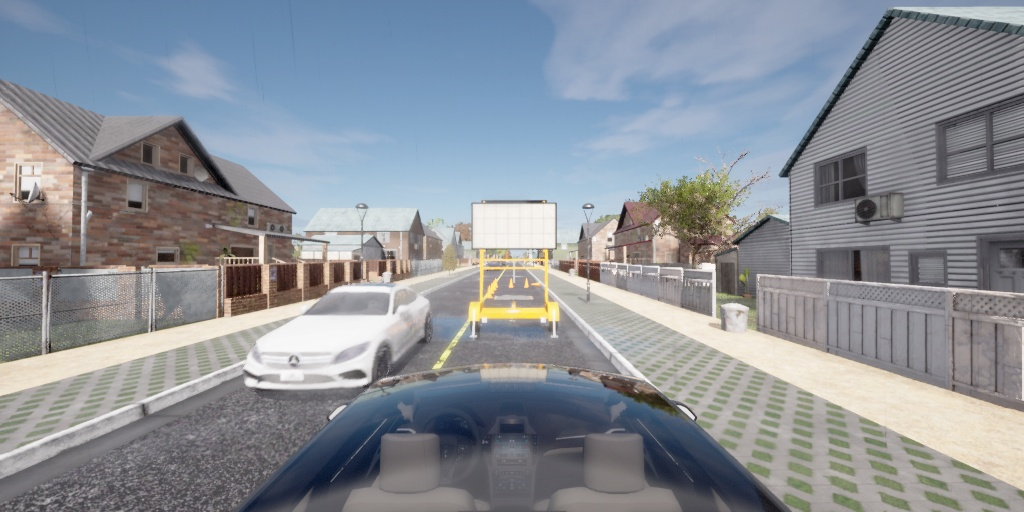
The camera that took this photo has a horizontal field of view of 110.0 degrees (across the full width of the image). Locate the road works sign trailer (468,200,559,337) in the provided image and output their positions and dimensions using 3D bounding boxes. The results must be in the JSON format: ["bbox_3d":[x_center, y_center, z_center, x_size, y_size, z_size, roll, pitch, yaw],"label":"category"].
[{"bbox_3d":[0.060,0.220,10.240,2.380,3.560,2.880,0,0,1],"label":"road works sign trailer"}]

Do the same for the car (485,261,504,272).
[{"bbox_3d":[-2.604,1.398,49.404,2.033,1.411,5.357,0,0,0],"label":"car"}]

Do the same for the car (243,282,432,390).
[{"bbox_3d":[-2.819,1.279,6.947,1.812,1.442,4.674,0,0,0],"label":"car"}]
